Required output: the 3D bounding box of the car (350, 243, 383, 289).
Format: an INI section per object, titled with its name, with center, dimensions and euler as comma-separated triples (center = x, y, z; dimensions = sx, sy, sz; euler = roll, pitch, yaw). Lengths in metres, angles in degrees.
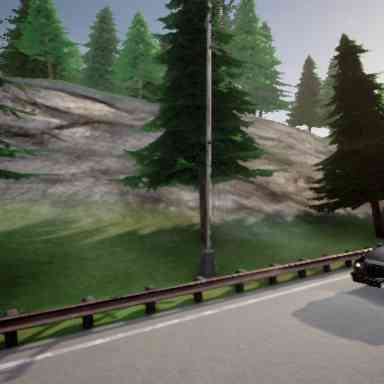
[car]
center = 6.245, 1.598, 8.444
dimensions = 5.357, 1.411, 2.033
euler = 0, 0, -35
